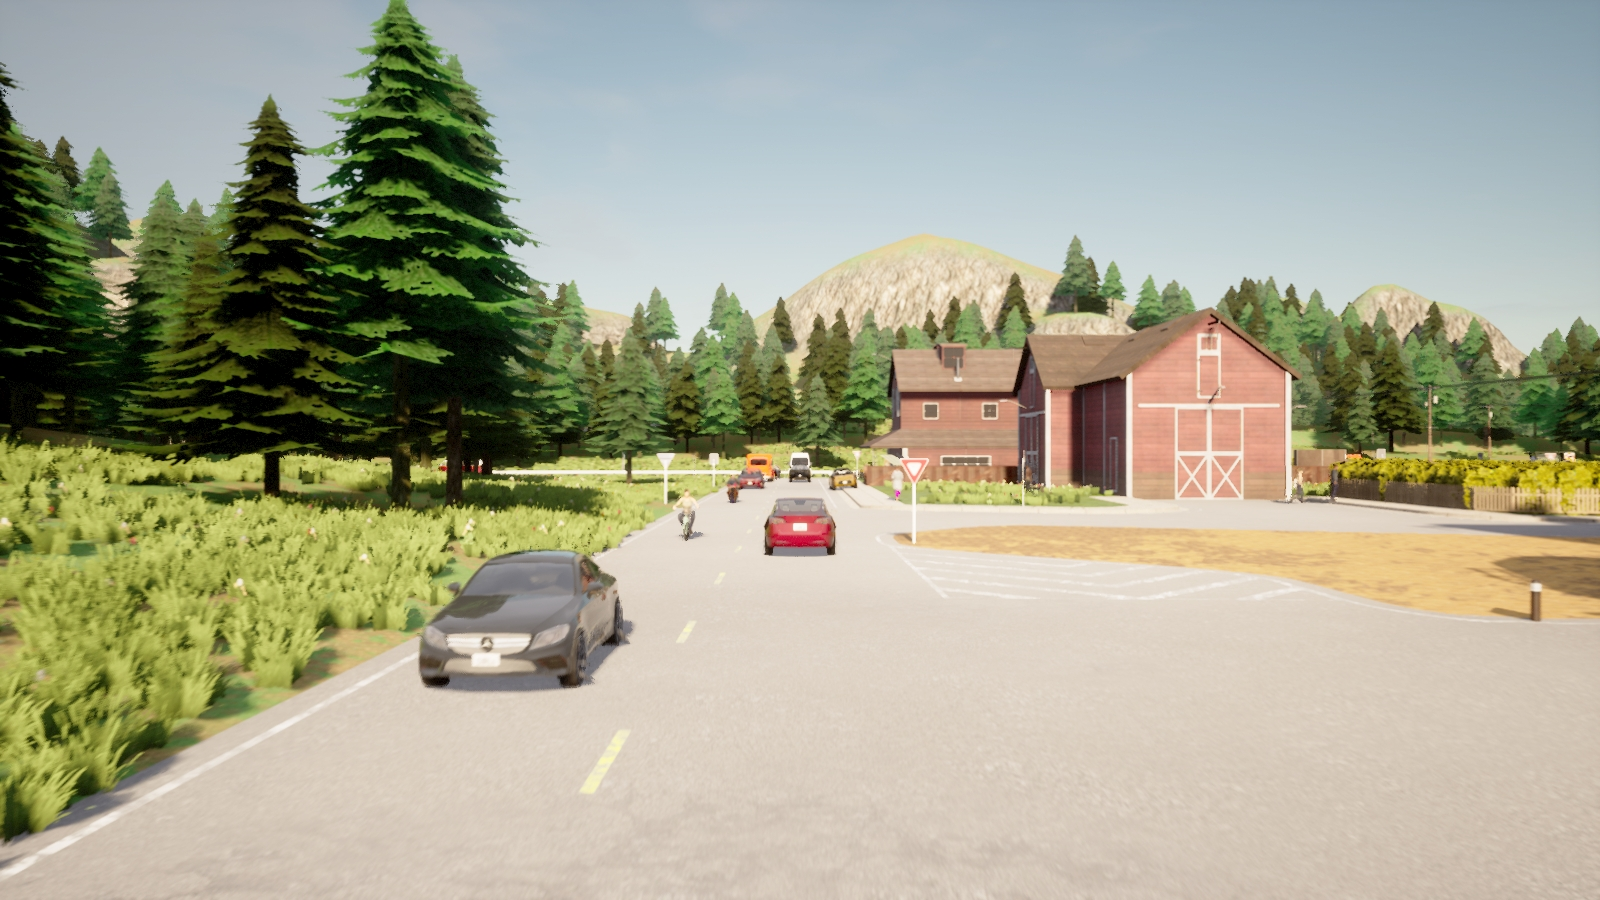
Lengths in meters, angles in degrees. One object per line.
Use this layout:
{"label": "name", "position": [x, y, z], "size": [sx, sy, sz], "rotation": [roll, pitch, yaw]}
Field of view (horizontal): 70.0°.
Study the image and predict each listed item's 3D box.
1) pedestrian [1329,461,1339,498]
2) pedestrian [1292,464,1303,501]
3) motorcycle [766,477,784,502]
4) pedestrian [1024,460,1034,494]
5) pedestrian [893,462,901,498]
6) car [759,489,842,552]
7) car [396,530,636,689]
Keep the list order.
{"label": "pedestrian", "position": [26.568, 1.466, 56.830], "size": [0.375, 1.860, 0.375], "rotation": [0, 0, 33]}
{"label": "pedestrian", "position": [24.902, 1.617, 57.204], "size": [0.375, 1.860, 0.375], "rotation": [0, 0, 5]}
{"label": "motorcycle", "position": [-1.300, 2.065, 59.898], "size": [0.867, 1.251, 2.209], "rotation": [0, 0, 0]}
{"label": "pedestrian", "position": [12.532, 1.494, 62.569], "size": [0.375, 1.860, 0.375], "rotation": [0, 0, -39]}
{"label": "pedestrian", "position": [5.004, 1.556, 58.924], "size": [0.375, 1.860, 0.375], "rotation": [0, 0, -1]}
{"label": "car", "position": [0.001, 1.923, 32.216], "size": [2.163, 1.488, 4.792], "rotation": [0, 0, 0]}
{"label": "car", "position": [-3.501, 1.941, 15.066], "size": [2.002, 1.442, 4.674], "rotation": [0, 0, 0]}
